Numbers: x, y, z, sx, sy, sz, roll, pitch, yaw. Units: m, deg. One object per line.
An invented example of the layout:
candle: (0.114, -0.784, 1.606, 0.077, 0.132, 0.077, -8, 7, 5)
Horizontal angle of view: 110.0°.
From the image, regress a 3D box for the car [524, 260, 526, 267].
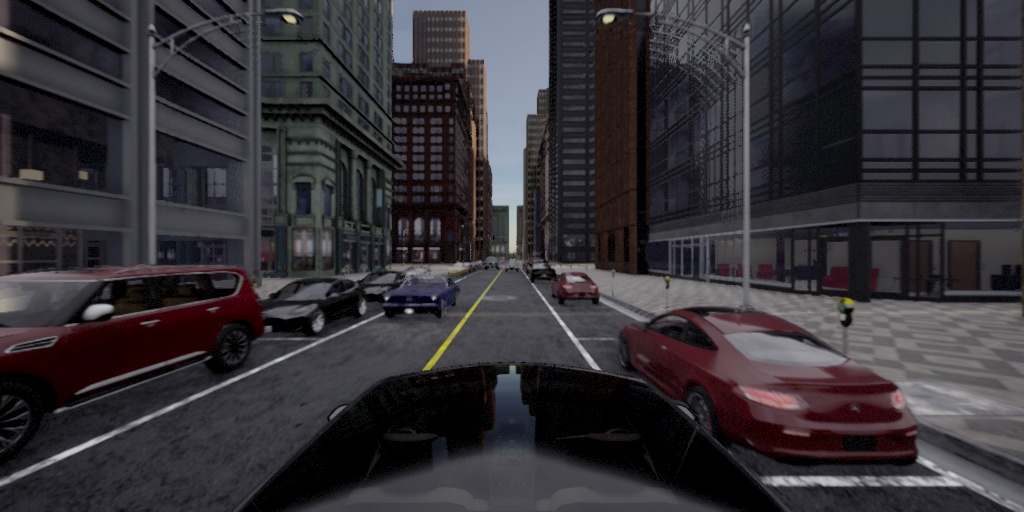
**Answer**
car: (2.759, 1.146, 38.733, 2.192, 1.841, 5.009, 0, 0, 0)

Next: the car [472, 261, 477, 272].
car: (-5.767, 1.429, 44.366, 1.802, 1.307, 4.207, 0, 0, 0)

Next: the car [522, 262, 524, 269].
car: (2.758, 1.161, 44.369, 2.192, 1.841, 5.009, 0, 0, 0)

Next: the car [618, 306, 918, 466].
car: (2.762, 1.338, 4.917, 1.802, 1.307, 4.207, 0, 0, 0)

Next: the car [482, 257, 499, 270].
car: (-3.067, 1.096, 54.210, 2.150, 2.045, 5.566, 0, 0, 0)

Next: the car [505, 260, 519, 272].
car: (0.004, 1.406, 48.466, 2.033, 1.411, 5.357, 0, 0, 0)

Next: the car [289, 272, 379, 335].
car: (-5.764, 1.333, 10.547, 1.948, 1.339, 4.313, 0, 0, 0)

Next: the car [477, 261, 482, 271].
car: (-5.767, 1.429, 50.002, 1.948, 1.339, 4.313, 0, 0, 0)

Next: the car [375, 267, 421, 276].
car: (-5.764, 1.345, 16.183, 1.948, 1.339, 4.313, 0, 0, 0)

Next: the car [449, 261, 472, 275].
car: (-5.766, 1.357, 38.559, 1.751, 1.417, 4.829, 0, 0, 0)

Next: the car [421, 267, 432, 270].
car: (-5.765, 1.342, 21.819, 2.007, 1.370, 4.403, 0, 0, 0)

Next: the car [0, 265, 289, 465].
car: (-5.763, 1.071, 4.910, 2.192, 1.841, 5.009, 0, 0, 0)

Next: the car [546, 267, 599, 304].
car: (2.761, 1.360, 16.189, 1.802, 1.307, 4.207, 0, 0, 0)

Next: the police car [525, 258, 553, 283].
police car: (2.364, 1.232, 28.827, 1.930, 1.638, 5.238, 0, 0, 0)

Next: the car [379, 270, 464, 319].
car: (-3.102, 1.373, 13.079, 1.895, 1.301, 4.718, 0, 0, 0)
